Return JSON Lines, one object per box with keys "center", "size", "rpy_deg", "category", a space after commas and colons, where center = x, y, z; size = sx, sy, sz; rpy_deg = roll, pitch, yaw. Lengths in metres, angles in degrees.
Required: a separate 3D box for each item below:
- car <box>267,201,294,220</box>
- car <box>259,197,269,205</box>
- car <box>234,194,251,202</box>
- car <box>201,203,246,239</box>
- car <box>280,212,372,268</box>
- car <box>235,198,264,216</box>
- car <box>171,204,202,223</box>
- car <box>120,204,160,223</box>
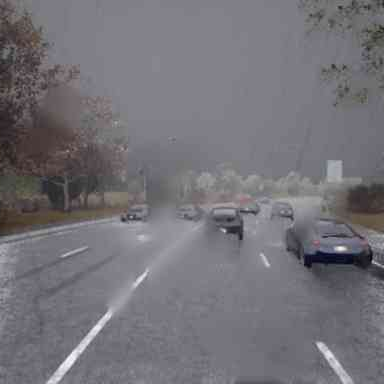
{"center": [7.730, 1.635, 28.436], "size": [2.033, 1.411, 5.357], "rpy_deg": [0, 0, 15], "category": "car"}
{"center": [13.960, 1.676, 65.269], "size": [1.837, 1.490, 4.892], "rpy_deg": [0, 0, 24], "category": "car"}
{"center": [9.966, 1.378, 64.854], "size": [2.150, 2.045, 5.566], "rpy_deg": [0, 0, 24], "category": "car"}
{"center": [1.822, 1.547, 17.721], "size": [1.837, 1.490, 4.892], "rpy_deg": [0, 0, 9], "category": "car"}
{"center": [4.479, 1.602, 11.522], "size": [1.994, 1.385, 4.181], "rpy_deg": [0, 0, 6], "category": "car"}
{"center": [6.061, 1.656, 34.923], "size": [1.994, 1.385, 4.181], "rpy_deg": [0, 0, 17], "category": "car"}
{"center": [-0.250, 1.614, 26.005], "size": [1.994, 1.385, 4.181], "rpy_deg": [0, 0, 13], "category": "car"}
{"center": [-3.906, 1.599, 25.684], "size": [1.994, 1.385, 4.181], "rpy_deg": [0, 0, 13], "category": "car"}
